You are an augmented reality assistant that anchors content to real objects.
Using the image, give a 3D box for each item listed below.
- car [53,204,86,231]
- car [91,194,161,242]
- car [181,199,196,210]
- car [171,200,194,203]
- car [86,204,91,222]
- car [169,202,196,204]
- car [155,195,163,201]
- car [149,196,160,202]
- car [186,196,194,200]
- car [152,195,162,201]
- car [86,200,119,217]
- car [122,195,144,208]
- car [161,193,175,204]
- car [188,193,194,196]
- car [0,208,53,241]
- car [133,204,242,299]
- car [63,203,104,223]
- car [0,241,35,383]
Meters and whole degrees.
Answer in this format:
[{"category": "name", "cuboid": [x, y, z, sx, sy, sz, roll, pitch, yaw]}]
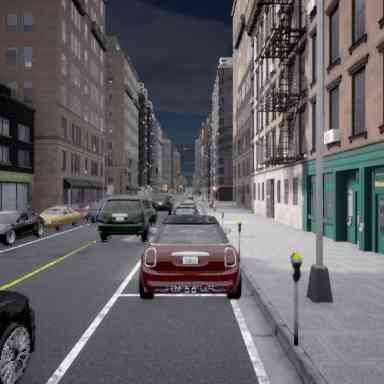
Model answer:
[{"category": "car", "cuboid": [-8.408, 1.525, 20.611, 1.752, 1.417, 4.829, 0, 0, 0]}, {"category": "car", "cuboid": [-3.027, 1.223, 16.654, 2.150, 2.045, 5.566, 0, 0, 0]}, {"category": "car", "cuboid": [-0.383, 1.572, 42.423, 1.802, 1.307, 4.206, 0, 0, 0]}, {"category": "car", "cuboid": [-0.383, 1.565, 26.185, 1.947, 1.339, 4.313, 0, 0, 0]}, {"category": "car", "cuboid": [-5.870, 1.221, 24.849, 2.150, 2.045, 5.566, 0, 0, 0]}, {"category": "car", "cuboid": [-0.383, 1.566, 20.772, 1.947, 1.339, 4.313, 0, 0, 0]}, {"category": "car", "cuboid": [-8.408, 1.486, 85.047, 1.752, 1.417, 4.829, 0, 0, 0]}, {"category": "car", "cuboid": [-8.408, 1.521, 74.308, 2.008, 1.369, 4.403, 0, 0, 0]}, {"category": "car", "cuboid": [-0.383, 1.519, 37.181, 1.752, 1.417, 4.829, 0, 0, 0]}, {"category": "car", "cuboid": [-8.408, 1.510, 79.763, 1.887, 1.381, 4.507, 0, 0, 0]}, {"category": "car", "cuboid": [-8.408, 1.548, 31.607, 2.008, 1.369, 4.403, 0, 0, 0]}, {"category": "car", "cuboid": [-8.408, 1.302, 47.845, 2.192, 1.841, 5.009, 0, 0, 0]}, {"category": "car", "cuboid": [-2.923, 1.217, 33.269, 2.150, 2.045, 5.566, 0, 0, 0]}, {"category": "car", "cuboid": [-0.382, 1.395, 90.663, 1.967, 1.590, 4.097, 0, 0, 0]}, {"category": "car", "cuboid": [-8.408, 1.566, 15.368, 1.947, 1.339, 4.313, 0, 0, 0]}, {"category": "car", "cuboid": [-0.033, 1.352, 8.620, 2.097, 1.767, 4.553, 0, 0, 0]}, {"category": "car", "cuboid": [-8.408, 1.581, 26.194, 1.802, 1.307, 4.206, 0, 0, 0]}, {"category": "car", "cuboid": [-2.922, 1.491, 2.356, 2.128, 1.511, 4.902, 0, 0, 0]}]
